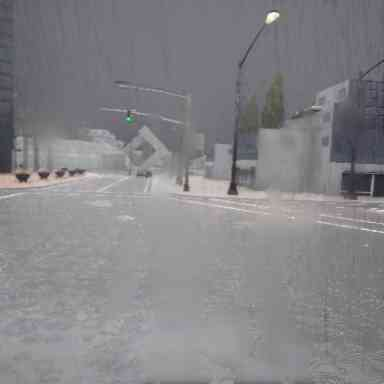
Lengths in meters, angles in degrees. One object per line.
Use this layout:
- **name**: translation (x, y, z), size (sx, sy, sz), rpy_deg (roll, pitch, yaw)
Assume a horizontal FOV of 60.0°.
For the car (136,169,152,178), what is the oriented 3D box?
- **car**: translation (-8.254, -3.246, 57.966), size (2.033, 1.411, 5.357), rpy_deg (3, 4, 5)
